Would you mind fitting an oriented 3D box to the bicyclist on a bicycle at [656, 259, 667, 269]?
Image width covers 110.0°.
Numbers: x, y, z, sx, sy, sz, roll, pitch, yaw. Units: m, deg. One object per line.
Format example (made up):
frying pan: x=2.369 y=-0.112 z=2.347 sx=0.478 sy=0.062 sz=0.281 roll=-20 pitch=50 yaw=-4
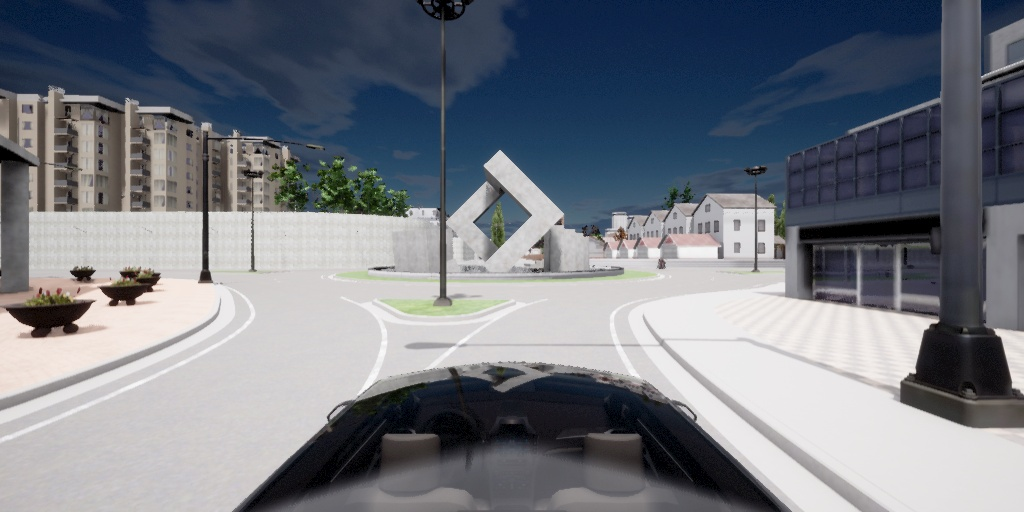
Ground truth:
bicyclist on a bicycle: x=22.516 y=1.204 z=53.505 sx=1.656 sy=1.620 sz=0.582 roll=0 pitch=0 yaw=-28
